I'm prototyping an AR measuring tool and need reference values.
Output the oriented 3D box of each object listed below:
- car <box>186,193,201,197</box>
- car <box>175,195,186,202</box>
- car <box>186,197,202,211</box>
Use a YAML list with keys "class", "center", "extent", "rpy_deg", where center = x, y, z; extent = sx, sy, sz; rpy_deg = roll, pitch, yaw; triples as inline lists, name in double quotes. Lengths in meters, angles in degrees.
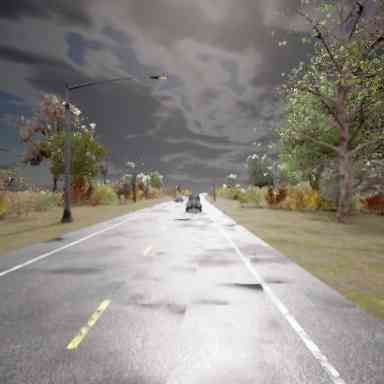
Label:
- class: "car"
  center: [0.434, 1.296, 60.726]
  extent: [2.150, 2.045, 5.566]
  rpy_deg: [0, -1, 1]
- class: "car"
  center: [-2.961, 1.647, 76.635]
  extent: [2.033, 1.411, 5.357]
  rpy_deg: [0, 0, 1]
- class: "car"
  center: [0.251, 1.660, 41.563]
  extent: [1.895, 1.301, 4.718]
  rpy_deg: [0, 0, 0]
